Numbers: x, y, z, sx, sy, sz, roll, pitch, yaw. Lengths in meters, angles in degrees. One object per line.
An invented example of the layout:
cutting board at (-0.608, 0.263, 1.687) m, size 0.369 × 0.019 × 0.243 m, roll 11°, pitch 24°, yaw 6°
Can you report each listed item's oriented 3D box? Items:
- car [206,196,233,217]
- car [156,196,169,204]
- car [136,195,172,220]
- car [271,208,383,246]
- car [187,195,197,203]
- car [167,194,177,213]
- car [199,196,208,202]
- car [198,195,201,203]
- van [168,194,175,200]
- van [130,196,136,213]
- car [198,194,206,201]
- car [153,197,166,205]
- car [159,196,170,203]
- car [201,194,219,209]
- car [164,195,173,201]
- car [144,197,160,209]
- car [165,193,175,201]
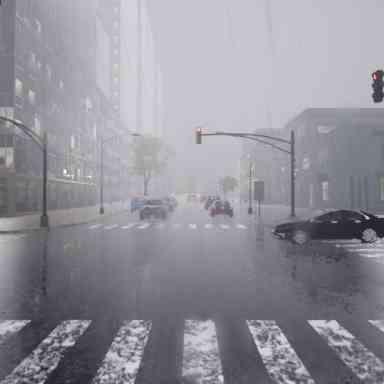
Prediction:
car at (2.680, 1.453, 31.041) m, size 1.967 × 1.590 × 4.097 m, roll 1°, pitch 0°, yaw 0°
car at (-5.730, 1.589, 65.039) m, size 1.947 × 1.339 × 4.313 m, roll 1°, pitch 0°, yaw 0°
car at (-3.122, 1.364, 28.157) m, size 2.097 × 1.767 × 4.553 m, roll 0°, pitch 0°, yaw 0°
car at (6.016, 1.476, 14.772) m, size 4.892 × 1.490 × 1.837 m, roll -1°, pitch 0°, yaw 1°
car at (0.044, 1.376, 69.618) m, size 2.097 × 1.767 × 4.553 m, roll 0°, pitch 0°, yaw 0°
car at (-3.128, 1.367, 37.763) m, size 2.097 × 1.767 × 4.553 m, roll 0°, pitch 0°, yaw 0°
car at (2.641, 1.592, 76.433) m, size 1.947 × 1.339 × 4.313 m, roll 1°, pitch 0°, yaw 0°
car at (2.655, 1.338, 65.085) m, size 2.192 × 1.841 × 5.009 m, roll 1°, pitch 0°, yaw 0°
van at (-5.749, 1.372, 93.409) m, size 1.690 × 1.788 × 3.998 m, roll 1°, pitch 0°, yaw 0°
van at (-5.703, 1.355, 36.669) m, size 1.690 × 1.788 × 3.998 m, roll 1°, pitch 0°, yaw 0°
car at (2.634, 1.470, 87.780) m, size 1.967 × 1.590 × 4.097 m, roll 1°, pitch 0°, yaw 0°
car at (-5.725, 1.603, 59.365) m, size 1.802 × 1.307 × 4.206 m, roll 1°, pitch 0°, yaw 0°
car at (-5.734, 1.591, 70.713) m, size 1.947 × 1.339 × 4.313 m, roll 1°, pitch 0°, yaw 0°
car at (2.673, 1.331, 42.389) m, size 2.192 × 1.841 × 5.009 m, roll 1°, pitch 0°, yaw 0°
car at (-5.743, 1.579, 82.061) m, size 2.008 × 1.369 × 4.403 m, roll 1°, pitch 0°, yaw 0°
car at (-5.715, 1.543, 47.847) m, size 1.752 × 1.417 × 4.829 m, roll 1°, pitch 0°, yaw 0°
car at (-5.743, 1.345, 87.735) m, size 2.192 × 1.841 × 5.009 m, roll 1°, pitch 0°, yaw 0°
